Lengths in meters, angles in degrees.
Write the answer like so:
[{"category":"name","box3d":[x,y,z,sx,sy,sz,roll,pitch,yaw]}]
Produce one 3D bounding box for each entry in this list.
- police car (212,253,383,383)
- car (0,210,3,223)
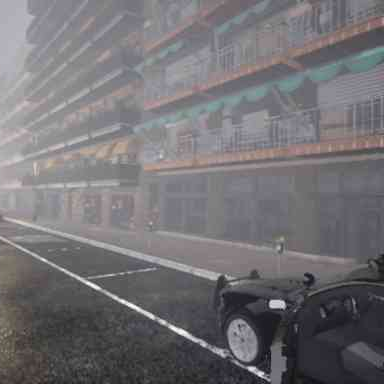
[{"category":"police car","box3d":[2.350,1.572,3.983,1.930,1.638,5.238,2,-2,-40]},{"category":"car","box3d":[-17.329,1.854,28.299,1.887,1.381,4.507,2,-2,-40]}]
